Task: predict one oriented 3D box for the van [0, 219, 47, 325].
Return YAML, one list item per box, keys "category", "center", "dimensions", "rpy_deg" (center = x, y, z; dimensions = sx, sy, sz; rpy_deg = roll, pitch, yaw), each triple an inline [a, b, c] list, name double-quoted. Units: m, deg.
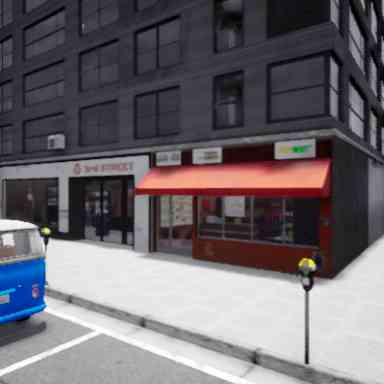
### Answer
- category: "van"
  center: [-4.279, 1.321, 5.880]
  dimensions: [3.998, 1.788, 1.690]
  rpy_deg: [0, 0, 36]
